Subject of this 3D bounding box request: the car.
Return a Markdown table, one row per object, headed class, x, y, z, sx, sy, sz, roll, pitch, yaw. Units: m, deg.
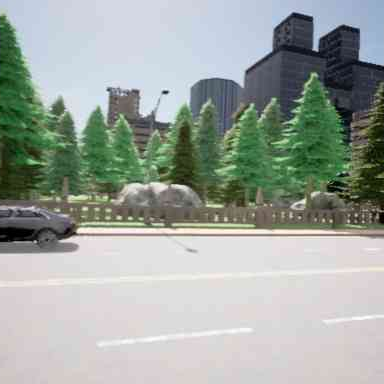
| class | x | y | z | sx | sy | sz | roll | pitch | yaw |
| --- | --- | --- | --- | --- | --- | --- | --- | --- | --- |
| car | -6.790 | 1.238 | 12.334 | 4.902 | 1.511 | 2.128 | 3 | 0 | -19 |
